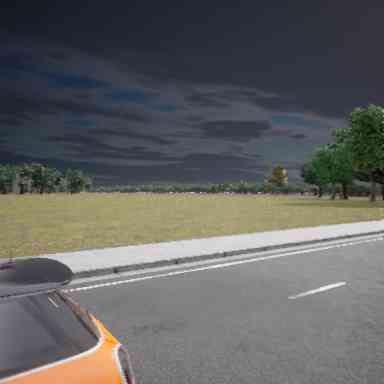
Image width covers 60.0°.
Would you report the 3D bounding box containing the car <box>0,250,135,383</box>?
[{"bbox_3d":[-2.601,1.351,1.831,4.553,1.767,2.097,0,0,-35],"label":"car"}]
